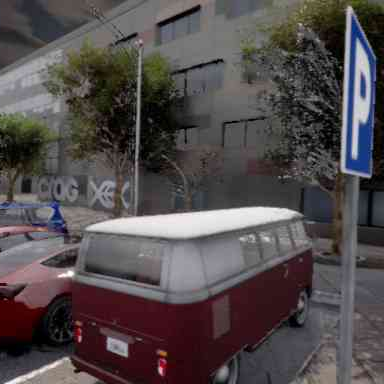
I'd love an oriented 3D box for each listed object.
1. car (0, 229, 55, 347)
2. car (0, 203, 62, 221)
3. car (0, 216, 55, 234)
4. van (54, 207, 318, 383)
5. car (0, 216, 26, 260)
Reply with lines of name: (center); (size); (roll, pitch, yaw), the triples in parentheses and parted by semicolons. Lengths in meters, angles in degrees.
car: (-1.802, 1.549, 6.604); (2.163, 1.488, 4.792); (-1, -1, 36)
car: (-6.371, 1.385, 9.793); (2.435, 2.045, 5.566); (-2, -1, 35)
car: (-4.125, 1.571, 8.224); (2.097, 1.535, 5.008); (-2, -1, 35)
van: (0.515, 1.266, 5.058); (1.878, 1.987, 4.442); (-1, -1, 36)
car: (-8.639, 1.737, 11.411); (2.163, 1.488, 4.792); (-2, -1, 35)
